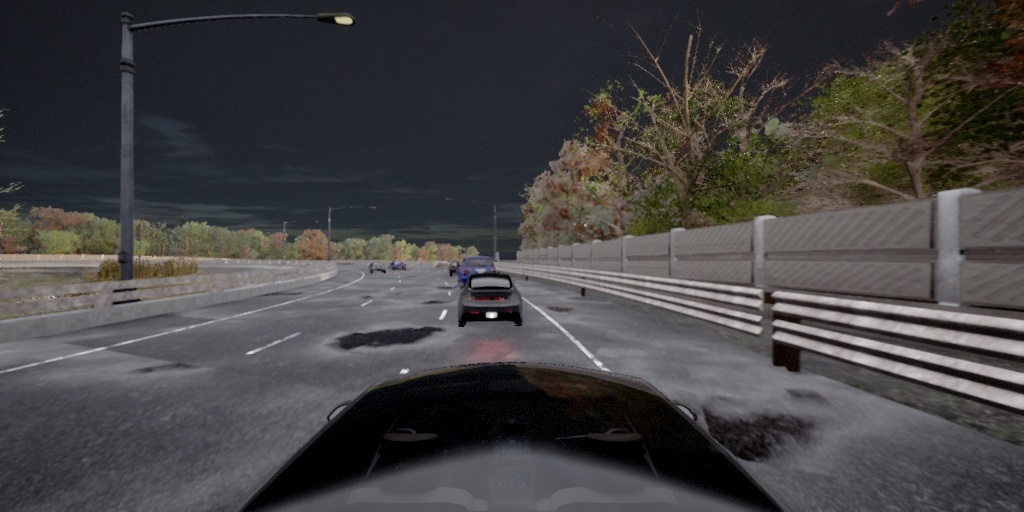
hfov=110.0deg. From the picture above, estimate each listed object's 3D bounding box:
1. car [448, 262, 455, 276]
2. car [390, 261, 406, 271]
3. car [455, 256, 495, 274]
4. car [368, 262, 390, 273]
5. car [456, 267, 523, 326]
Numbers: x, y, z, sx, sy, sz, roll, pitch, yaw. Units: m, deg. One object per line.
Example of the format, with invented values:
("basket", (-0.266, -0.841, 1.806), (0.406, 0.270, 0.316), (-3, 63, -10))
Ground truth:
("car", (-5.909, 1.357, 39.361), (1.882, 1.535, 5.008), (0, 0, -11))
("car", (-17.132, 1.465, 53.372), (1.812, 1.442, 4.674), (0, 0, -29))
("car", (-2.325, 1.046, 23.113), (2.150, 2.045, 5.566), (0, 0, -11))
("car", (-17.602, 1.466, 46.685), (2.033, 1.411, 5.357), (0, 0, -26))
("car", (-0.755, 1.289, 11.770), (1.837, 1.490, 4.892), (0, 0, -5))
